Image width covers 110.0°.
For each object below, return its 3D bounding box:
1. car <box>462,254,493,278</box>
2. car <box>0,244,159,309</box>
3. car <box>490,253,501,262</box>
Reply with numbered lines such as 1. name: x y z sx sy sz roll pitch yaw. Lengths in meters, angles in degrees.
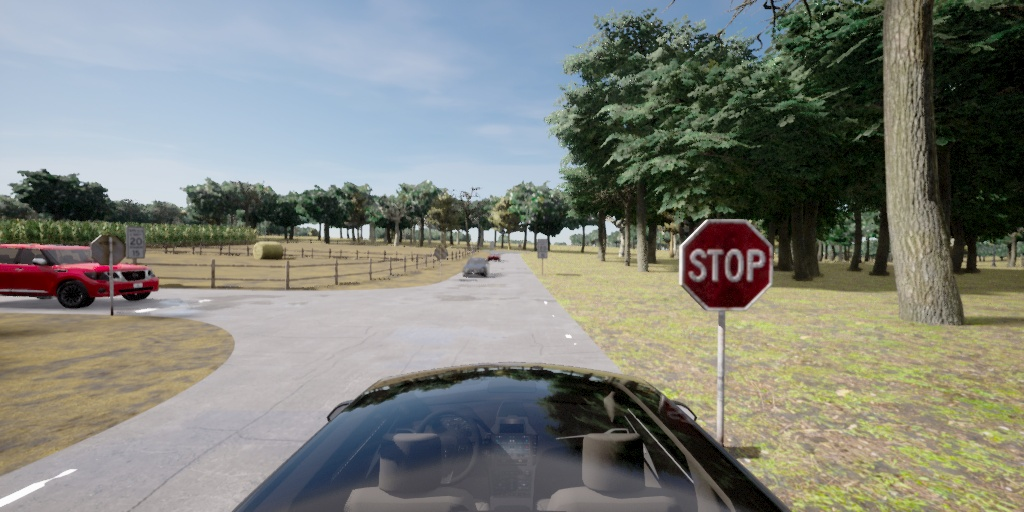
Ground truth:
1. car: -2.748 0.901 28.152 1.837 1.490 4.892 0 2 0
2. car: -15.723 0.620 12.395 5.566 2.045 2.150 1 1 -1
3. car: -2.747 0.194 55.720 1.895 1.301 4.718 0 2 0
